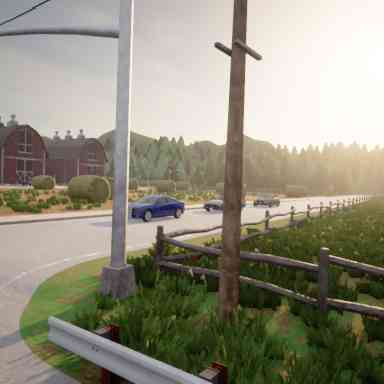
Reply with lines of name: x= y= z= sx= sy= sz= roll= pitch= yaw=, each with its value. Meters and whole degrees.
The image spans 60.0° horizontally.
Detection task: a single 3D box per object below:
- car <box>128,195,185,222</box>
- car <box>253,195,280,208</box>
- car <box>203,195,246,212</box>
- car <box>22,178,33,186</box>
car: x=-2.413 y=0.939 z=21.219 sx=1.882 sy=1.535 sz=5.008 roll=3 pitch=2 yaw=33
car: x=8.542 y=0.992 z=37.836 sx=1.994 sy=1.385 sz=4.181 roll=3 pitch=2 yaw=33
car: x=3.025 y=0.992 z=29.481 sx=2.033 sy=1.411 sz=5.357 roll=3 pitch=2 yaw=33
car: x=-38.963 y=-2.352 z=79.377 sx=1.905 sy=1.878 sz=3.866 roll=8 pitch=2 yaw=-13
